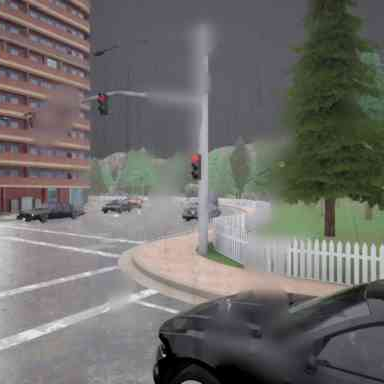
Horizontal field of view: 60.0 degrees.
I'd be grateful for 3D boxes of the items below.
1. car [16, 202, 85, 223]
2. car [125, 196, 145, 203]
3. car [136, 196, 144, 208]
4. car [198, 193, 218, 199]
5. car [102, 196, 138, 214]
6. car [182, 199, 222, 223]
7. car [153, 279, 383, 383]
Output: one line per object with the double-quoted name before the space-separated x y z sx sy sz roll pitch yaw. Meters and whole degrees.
"car" -10.616 1.492 25.567 2.033 1.411 5.357 0 0 24
"car" -11.783 1.470 68.722 4.674 1.442 1.812 0 0 44
"car" -8.096 1.296 45.682 2.097 1.767 4.553 0 0 -11
"car" 2.223 1.166 48.963 2.150 2.045 5.566 0 0 -11
"car" -7.797 1.492 35.386 2.033 1.411 5.357 0 0 7
"car" 0.870 1.492 25.386 2.033 1.411 5.357 0 0 19
"car" 1.899 1.478 2.635 5.008 1.535 1.882 0 0 36
